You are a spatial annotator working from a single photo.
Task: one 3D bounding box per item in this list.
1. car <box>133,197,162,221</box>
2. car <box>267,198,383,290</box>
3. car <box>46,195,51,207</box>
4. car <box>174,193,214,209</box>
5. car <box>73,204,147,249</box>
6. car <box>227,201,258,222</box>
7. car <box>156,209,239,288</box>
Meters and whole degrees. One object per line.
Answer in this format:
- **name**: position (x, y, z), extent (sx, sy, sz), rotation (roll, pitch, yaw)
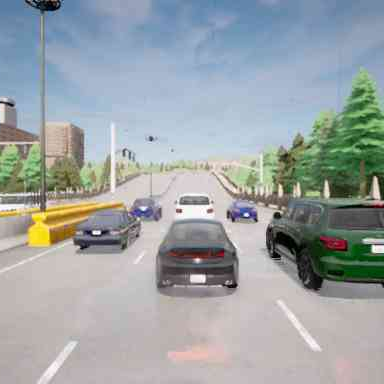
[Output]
- **car**: position (-3.418, 1.187, 25.271), extent (2.097, 1.767, 4.553), rotation (0, 0, -1)
- **car**: position (3.614, 1.163, 9.066), extent (2.150, 2.045, 5.566), rotation (0, 1, 0)
- **car**: position (-10.547, 1.090, 20.180), extent (2.150, 2.045, 5.566), rotation (0, 0, 0)
- **car**: position (0.128, 1.095, 19.370), extent (2.150, 2.045, 5.566), rotation (0, 0, 0)
- **car**: position (-3.369, 1.454, 14.074), extent (2.033, 1.411, 5.357), rotation (0, 0, -1)
- **car**: position (3.632, 1.366, 24.470), extent (1.812, 1.442, 4.674), rotation (0, 0, 0)
- **car**: position (0.116, 1.446, 9.002), extent (1.837, 1.490, 4.892), rotation (0, 1, 0)
